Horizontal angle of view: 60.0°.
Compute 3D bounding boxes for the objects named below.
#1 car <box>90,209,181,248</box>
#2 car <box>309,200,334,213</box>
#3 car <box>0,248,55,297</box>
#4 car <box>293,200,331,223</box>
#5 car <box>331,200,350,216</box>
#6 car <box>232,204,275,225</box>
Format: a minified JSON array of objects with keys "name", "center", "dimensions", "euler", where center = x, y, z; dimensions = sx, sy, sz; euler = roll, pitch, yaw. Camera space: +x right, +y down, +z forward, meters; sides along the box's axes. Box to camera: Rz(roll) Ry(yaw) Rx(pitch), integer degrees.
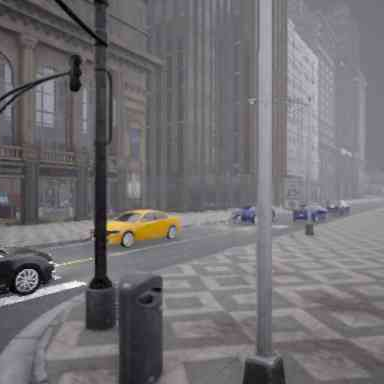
[{"name":"car","center":[-2.554,1.619,16.036],"dimensions":[1.882,1.535,5.008],"euler":[0,0,34]},{"name":"car","center":[16.796,1.839,43.065],"dimensions":[1.994,1.385,4.181],"euler":[0,0,36]},{"name":"car","center":[-5.307,1.652,6.840],"dimensions":[1.837,1.490,4.892],"euler":[0,0,35]},{"name":"car","center":[10.131,1.698,28.509],"dimensions":[1.882,1.535,5.008],"euler":[0,0,35]},{"name":"car","center":[16.064,1.613,36.838],"dimensions":[2.097,1.767,4.553],"euler":[0,0,35]},{"name":"car","center":[4.969,1.672,26.605],"dimensions":[1.882,1.535,5.008],"euler":[0,0,35]}]
